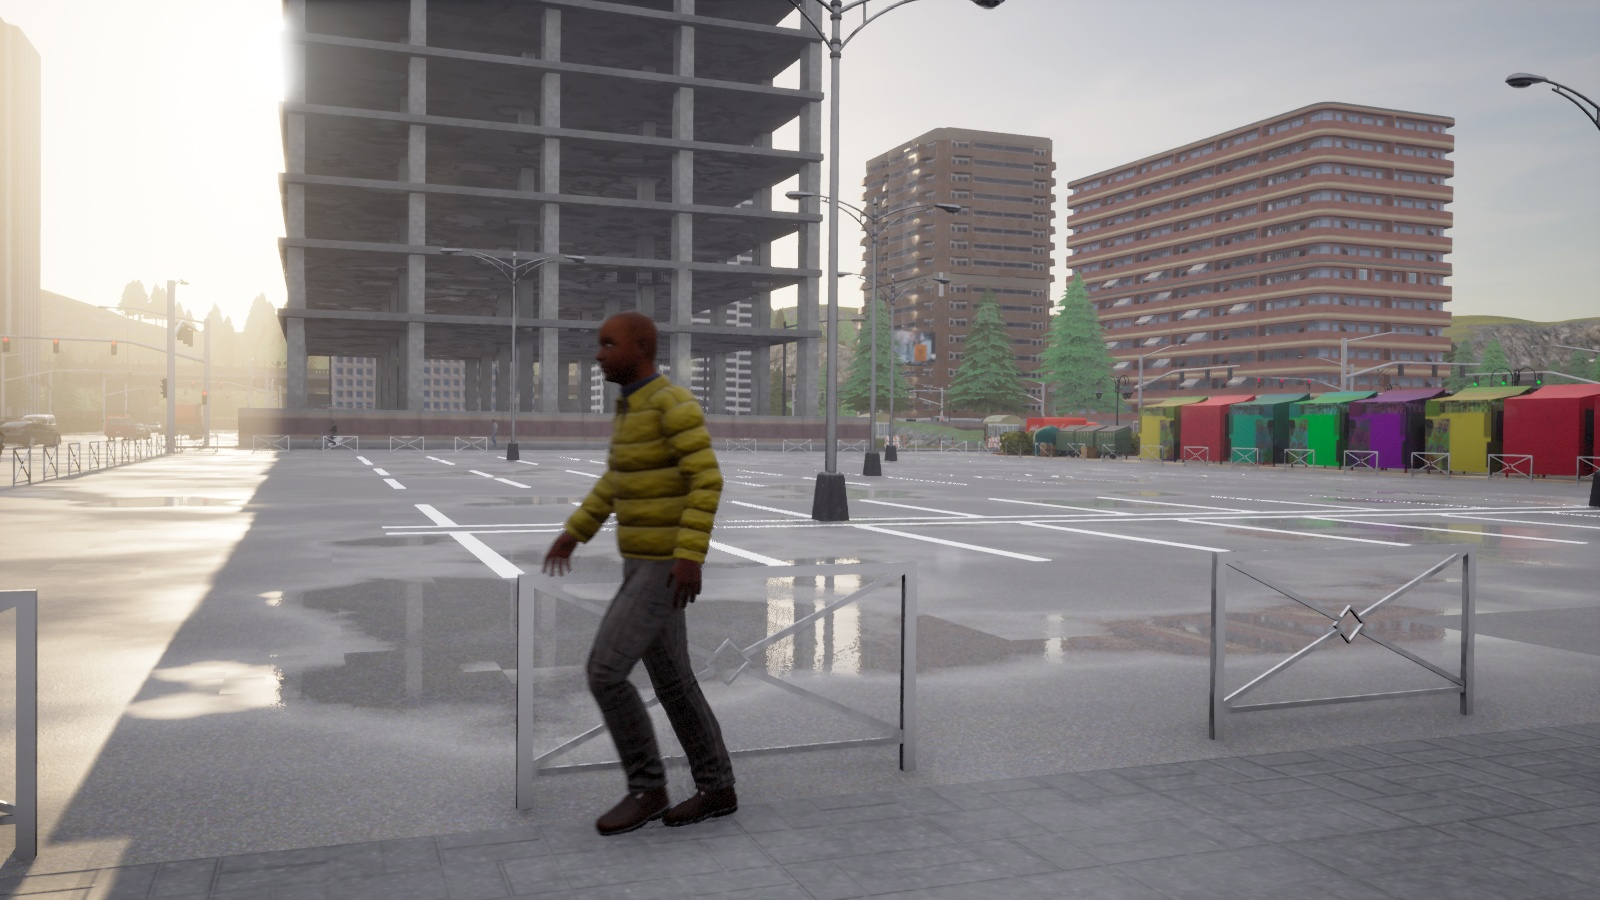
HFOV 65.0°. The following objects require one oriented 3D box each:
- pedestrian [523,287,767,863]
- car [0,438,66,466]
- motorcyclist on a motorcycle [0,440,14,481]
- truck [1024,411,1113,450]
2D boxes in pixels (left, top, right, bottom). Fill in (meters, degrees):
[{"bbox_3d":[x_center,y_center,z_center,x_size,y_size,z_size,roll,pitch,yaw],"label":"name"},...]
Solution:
[{"bbox_3d":[-0.532,0.392,4.316,0.726,1.835,0.370,-1,1,-26],"label":"pedestrian"},{"bbox_3d":[-44.029,0.100,71.645,1.837,1.490,4.892,0,0,-6],"label":"car"},{"bbox_3d":[-30.371,0.392,47.284,0.866,1.530,2.191,-1,1,-21],"label":"motorcyclist on a motorcycle"},{"bbox_3d":[17.912,-1.302,83.881,5.204,2.467,2.627,-1,1,-21],"label":"truck"}]
